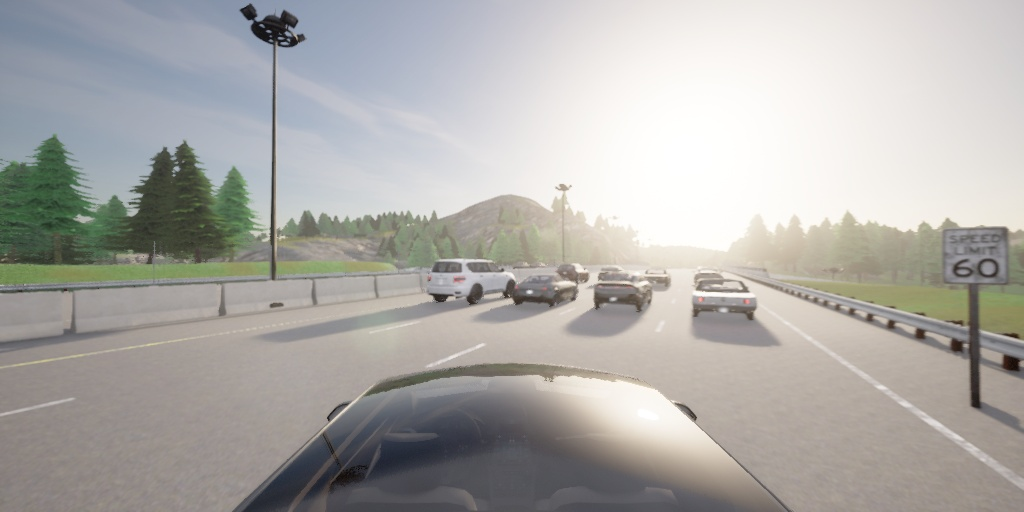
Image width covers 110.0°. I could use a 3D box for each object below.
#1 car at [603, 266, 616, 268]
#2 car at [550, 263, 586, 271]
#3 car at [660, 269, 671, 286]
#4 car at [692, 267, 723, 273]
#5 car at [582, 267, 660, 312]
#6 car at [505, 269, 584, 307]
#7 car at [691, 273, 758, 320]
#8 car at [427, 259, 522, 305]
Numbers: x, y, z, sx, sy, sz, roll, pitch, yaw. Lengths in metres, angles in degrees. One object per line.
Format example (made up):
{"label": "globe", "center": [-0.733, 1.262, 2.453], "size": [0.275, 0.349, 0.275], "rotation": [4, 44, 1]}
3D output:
{"label": "car", "center": [8.547, 1.604, 30.337], "size": [1.837, 1.490, 4.892], "rotation": [0, 0, 27]}
{"label": "car", "center": [5.398, 1.467, 31.867], "size": [2.097, 1.767, 4.553], "rotation": [0, -1, 27]}
{"label": "car", "center": [11.550, 1.675, 28.529], "size": [1.895, 1.301, 4.718], "rotation": [0, -1, 27]}
{"label": "car", "center": [14.788, 1.549, 27.168], "size": [2.128, 1.511, 4.902], "rotation": [0, -1, 27]}
{"label": "car", "center": [4.857, 1.410, 15.399], "size": [2.128, 1.511, 4.902], "rotation": [0, -1, 27]}
{"label": "car", "center": [1.667, 1.502, 16.850], "size": [1.994, 1.385, 4.181], "rotation": [0, -1, 27]}
{"label": "car", "center": [7.857, 1.493, 13.583], "size": [1.895, 1.301, 4.718], "rotation": [0, -1, 27]}
{"label": "car", "center": [-1.812, 1.174, 17.749], "size": [2.150, 2.045, 5.566], "rotation": [0, 0, 27]}
